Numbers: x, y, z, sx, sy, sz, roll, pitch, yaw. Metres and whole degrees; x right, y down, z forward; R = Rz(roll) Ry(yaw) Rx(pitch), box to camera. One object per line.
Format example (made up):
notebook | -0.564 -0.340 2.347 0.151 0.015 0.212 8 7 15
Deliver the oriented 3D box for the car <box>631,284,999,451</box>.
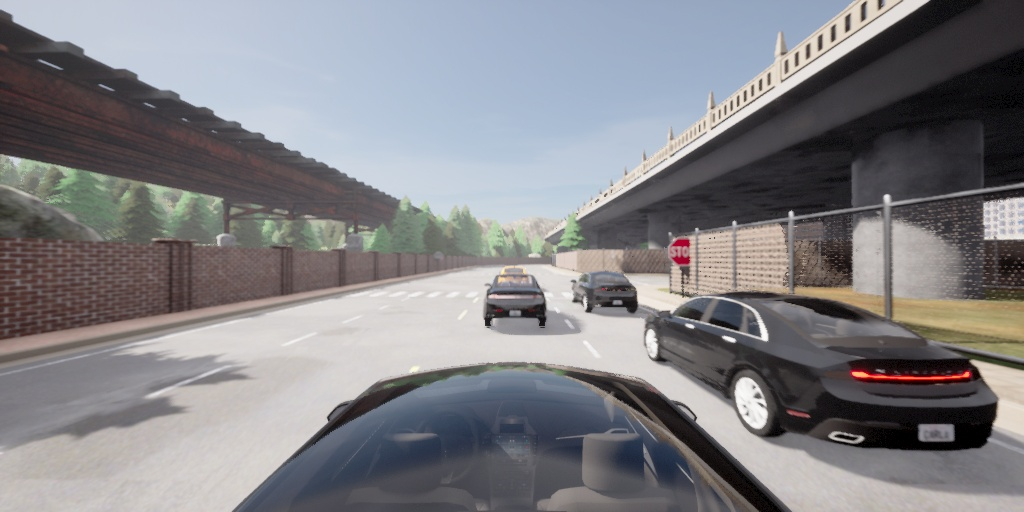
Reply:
car | 3.599 1.285 5.472 1.837 1.490 4.892 0 -1 0

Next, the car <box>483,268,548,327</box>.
car | 0.092 1.326 11.922 2.128 1.511 4.902 0 -1 0

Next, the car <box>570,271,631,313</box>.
car | 3.599 1.363 14.642 1.837 1.490 4.892 0 -1 0

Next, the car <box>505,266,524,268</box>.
car | 0.147 1.407 23.403 1.882 1.535 5.008 0 -1 1
